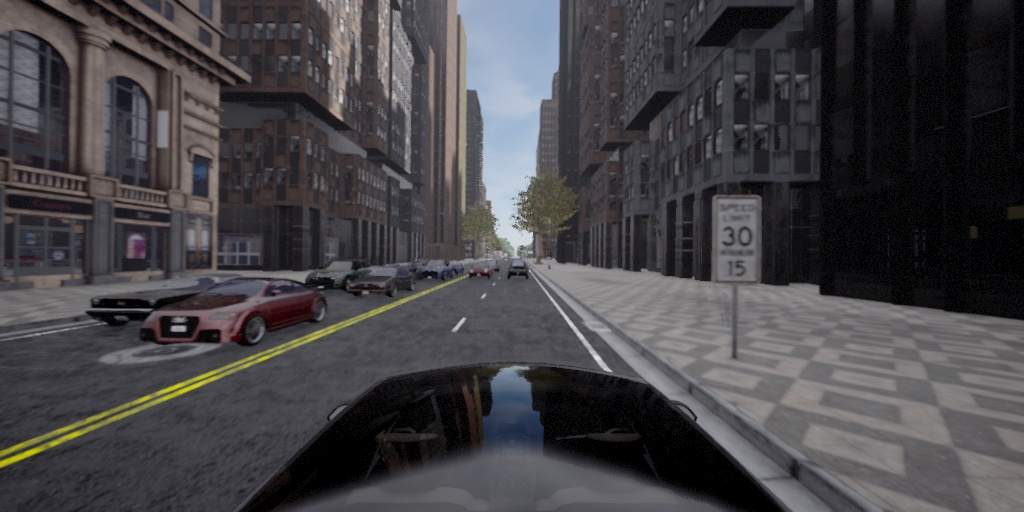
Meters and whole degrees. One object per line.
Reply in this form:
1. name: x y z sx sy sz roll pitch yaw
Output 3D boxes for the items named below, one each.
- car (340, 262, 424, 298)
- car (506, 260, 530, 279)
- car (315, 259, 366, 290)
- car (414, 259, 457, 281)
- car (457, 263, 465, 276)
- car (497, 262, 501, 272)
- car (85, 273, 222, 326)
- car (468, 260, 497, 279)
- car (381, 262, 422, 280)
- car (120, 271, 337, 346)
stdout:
1. car: -6.343 1.214 18.298 2.033 1.411 5.357 1 0 1
2. car: 0.551 1.237 32.343 1.837 1.490 4.892 1 0 1
3. car: -9.553 0.981 20.288 2.097 1.767 4.553 1 0 1
4. car: -6.119 1.011 29.130 2.097 1.767 4.553 1 0 1
5. car: -5.943 1.299 36.046 1.895 1.301 4.718 1 0 1
6. car: -2.483 1.248 45.561 1.994 1.385 4.181 1 0 2
7. car: -9.714 1.236 11.141 1.895 1.301 4.718 1 0 1
8. car: -2.706 1.296 32.065 1.895 1.301 4.718 1 0 2
9. car: -9.339 1.224 30.650 1.895 1.301 4.718 1 0 1
10. car: -6.508 1.236 9.013 1.994 1.385 4.181 1 0 1
